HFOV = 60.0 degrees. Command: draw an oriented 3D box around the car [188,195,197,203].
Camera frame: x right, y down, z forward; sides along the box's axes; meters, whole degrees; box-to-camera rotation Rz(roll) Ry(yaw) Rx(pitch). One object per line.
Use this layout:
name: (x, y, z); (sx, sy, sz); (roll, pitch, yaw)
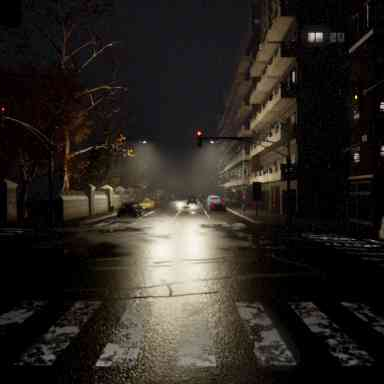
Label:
car: (0.009, 1.444, 69.998); (1.837, 1.490, 4.892); (0, 0, 0)

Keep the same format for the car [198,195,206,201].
car: (2.702, 1.544, 87.164); (1.967, 1.590, 4.097); (0, 0, 0)

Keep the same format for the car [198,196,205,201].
car: (2.702, 1.700, 92.795); (1.802, 1.307, 4.206); (0, 0, 0)

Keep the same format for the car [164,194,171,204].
car: (-5.681, 1.498, 64.646); (1.967, 1.590, 4.097); (0, 0, 0)

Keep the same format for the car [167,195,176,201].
car: (-5.678, 1.669, 92.794); (2.008, 1.369, 4.403); (0, 0, 0)

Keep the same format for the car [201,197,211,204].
car: (2.699, 1.602, 64.643); (1.887, 1.381, 4.507); (0, 0, 0)

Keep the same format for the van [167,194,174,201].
van: (-5.678, 1.445, 87.165); (1.690, 1.788, 3.998); (0, 0, 0)

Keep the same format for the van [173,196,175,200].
van: (-5.679, 1.432, 81.536); (1.690, 1.788, 3.998); (0, 0, 0)

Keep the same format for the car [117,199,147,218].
car: (-5.684, 1.580, 30.863); (1.947, 1.339, 4.313); (0, 0, 0)

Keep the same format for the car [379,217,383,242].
car: (10.206, 1.430, 12.698); (5.566, 2.045, 2.150); (1, 0, -1)

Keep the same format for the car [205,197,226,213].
car: (2.697, 1.564, 36.492); (1.887, 1.381, 4.507); (0, 0, 0)

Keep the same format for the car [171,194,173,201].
car: (-5.680, 1.508, 70.275); (1.967, 1.590, 4.097); (0, 0, 0)

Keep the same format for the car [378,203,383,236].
car: (13.468, 1.604, 18.539); (5.009, 1.841, 2.192); (1, -1, -1)

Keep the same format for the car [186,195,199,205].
car: (0.006, 1.597, 59.579); (2.033, 1.411, 5.357); (0, 0, 0)

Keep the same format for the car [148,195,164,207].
car: (-5.682, 1.347, 47.755); (2.192, 1.841, 5.009); (0, 0, 0)

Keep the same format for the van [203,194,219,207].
van: (2.698, 1.366, 42.123); (1.690, 1.788, 3.998); (0, 0, 0)

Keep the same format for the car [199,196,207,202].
car: (2.700, 1.635, 81.534); (1.887, 1.381, 4.507); (0, 0, 0)

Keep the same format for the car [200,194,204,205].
car: (2.699, 1.480, 53.384); (1.967, 1.590, 4.097); (0, 0, 0)

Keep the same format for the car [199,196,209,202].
car: (2.700, 1.629, 75.904); (2.008, 1.369, 4.403); (0, 0, 0)

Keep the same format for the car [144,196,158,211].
car: (-5.683, 1.550, 41.955); (1.752, 1.417, 4.829); (0, 0, 0)
